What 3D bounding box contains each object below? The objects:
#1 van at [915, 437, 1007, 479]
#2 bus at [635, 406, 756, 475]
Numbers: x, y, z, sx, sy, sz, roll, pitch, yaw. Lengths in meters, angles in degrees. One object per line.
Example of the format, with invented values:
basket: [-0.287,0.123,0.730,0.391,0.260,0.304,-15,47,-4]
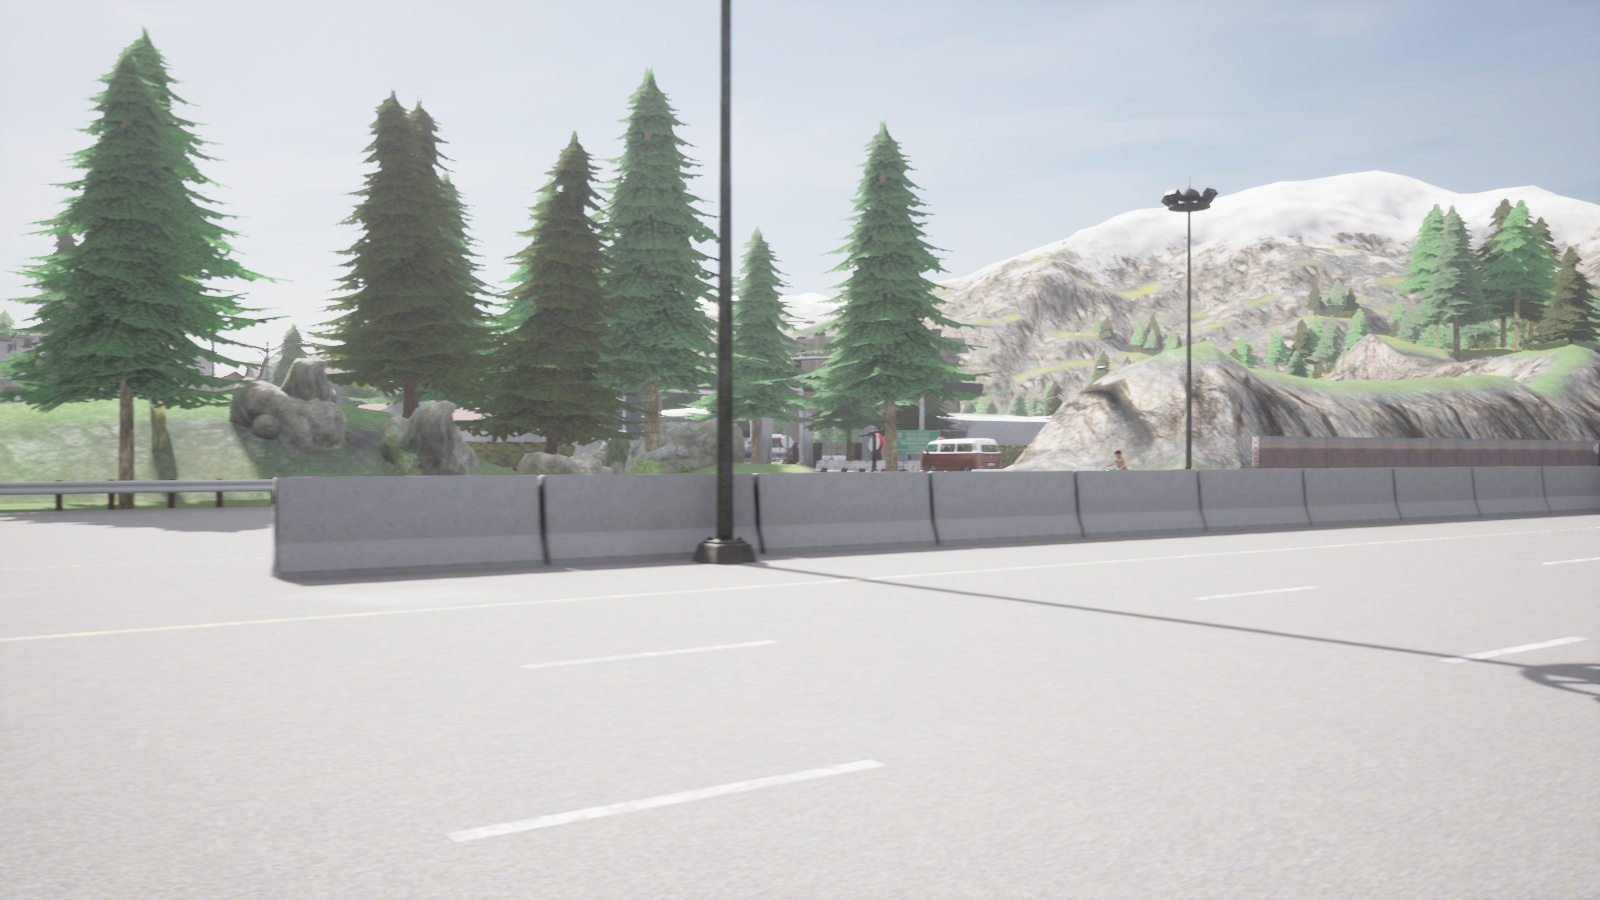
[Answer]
van: [8.028,0.410,63.006,2.069,2.038,4.480,0,0,-35]
bus: [-7.107,-0.603,83.043,3.944,4.253,10.273,0,0,-30]
